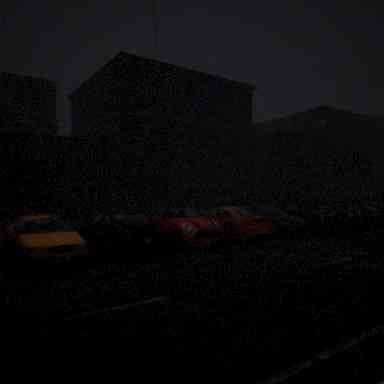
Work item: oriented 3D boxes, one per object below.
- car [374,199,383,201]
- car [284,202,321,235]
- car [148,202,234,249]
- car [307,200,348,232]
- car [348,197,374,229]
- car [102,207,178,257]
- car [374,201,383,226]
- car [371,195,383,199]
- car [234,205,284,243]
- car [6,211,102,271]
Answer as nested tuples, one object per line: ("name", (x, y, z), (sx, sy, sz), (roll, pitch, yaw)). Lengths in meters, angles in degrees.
("car", (12.974, 1.488, 24.257), (2.231, 1.521, 4.892), (0, 0, -35))
("car", (3.914, 1.463, 17.816), (2.231, 1.521, 4.892), (0, 0, -35))
("car", (-0.628, 1.329, 14.612), (2.185, 1.767, 4.553), (0, 0, -35))
("car", (6.198, 1.340, 19.398), (2.185, 1.767, 4.553), (0, 0, -35))
("car", (8.462, 1.347, 21.011), (2.185, 1.767, 4.553), (0, 0, -35))
("car", (-2.870, 1.452, 12.970), (2.097, 1.535, 5.008), (0, 0, -35))
("car", (10.709, 1.519, 22.647), (2.002, 1.452, 4.674), (0, 0, -35))
("car", (17.515, 1.255, 27.464), (2.435, 2.045, 5.566), (0, 0, -35))
("car", (1.658, 1.458, 16.197), (2.097, 1.535, 5.008), (0, 0, -36))
("car", (-5.029, 1.447, 11.211), (1.946, 1.575, 5.366), (0, 0, -35))
